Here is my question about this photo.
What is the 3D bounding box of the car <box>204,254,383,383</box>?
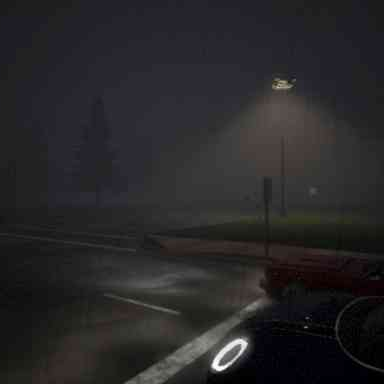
[{"bbox_3d":[2.290,1.349,2.322,4.553,1.767,2.097,0,0,36],"label":"car"}]

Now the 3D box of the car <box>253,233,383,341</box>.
[{"bbox_3d":[3.618,1.598,5.681,4.718,1.301,1.895,0,0,36],"label":"car"}]
